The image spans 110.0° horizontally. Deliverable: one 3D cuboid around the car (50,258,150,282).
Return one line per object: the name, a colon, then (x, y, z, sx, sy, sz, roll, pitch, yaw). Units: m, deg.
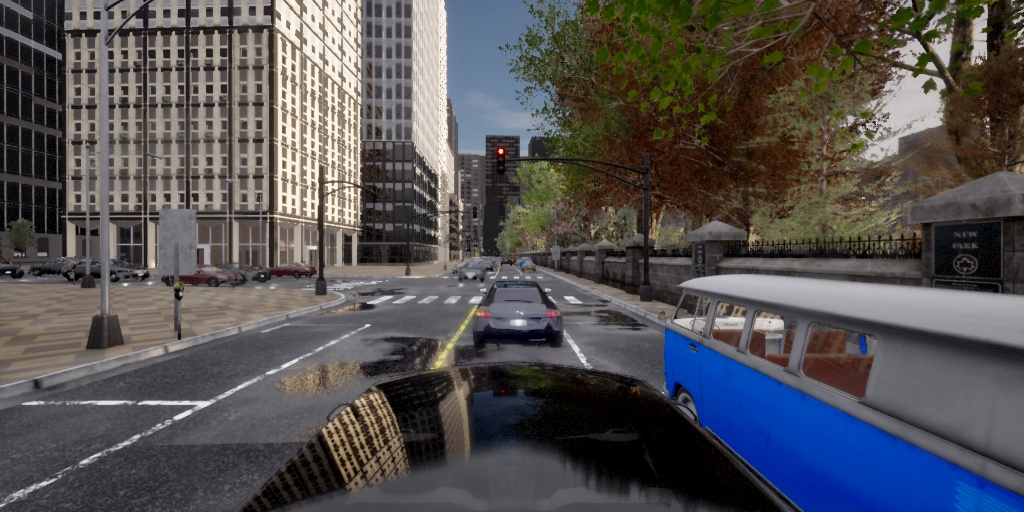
car: (-27.258, 0.948, 24.125, 4.902, 1.511, 2.128, 1, 0, 3)

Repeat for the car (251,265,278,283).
car: (-18.276, 1.123, 23.559, 4.181, 1.385, 1.994, 1, 0, 4)

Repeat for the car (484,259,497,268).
car: (-3.644, 1.288, 61.500, 1.994, 1.385, 4.181, 0, 0, -1)

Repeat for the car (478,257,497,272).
car: (-3.285, 1.240, 46.190, 1.837, 1.490, 4.892, 0, 0, -1)

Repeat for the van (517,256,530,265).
van: (2.012, 1.071, 51.749, 1.690, 1.789, 3.998, 0, 0, -1)

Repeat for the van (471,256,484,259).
van: (-6.305, 1.063, 62.501, 1.690, 1.789, 3.998, 0, 0, -2)

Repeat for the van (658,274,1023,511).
van: (2.568, 1.091, 2.657, 1.690, 1.789, 3.998, 0, 0, 0)

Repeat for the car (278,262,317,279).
car: (-18.083, 1.127, 29.125, 4.207, 1.307, 1.802, 0, 0, 4)

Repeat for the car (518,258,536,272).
car: (2.134, 1.260, 46.376, 1.751, 1.417, 4.829, 0, 0, -1)

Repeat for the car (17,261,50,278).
car: (-33.933, 0.864, 27.463, 4.902, 1.511, 2.128, 1, 0, 3)

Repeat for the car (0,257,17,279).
car: (-36.453, 0.916, 24.625, 4.181, 1.385, 1.994, 1, 0, 2)

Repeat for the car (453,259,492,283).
car: (-2.971, 1.210, 27.804, 2.128, 1.511, 4.902, 1, 0, -1)

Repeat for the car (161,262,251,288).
car: (-18.150, 1.149, 21.011, 4.207, 1.307, 1.802, 0, 0, 4)

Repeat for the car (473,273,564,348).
car: (0.101, 1.313, 9.238, 1.994, 1.385, 4.181, 0, 0, -1)
